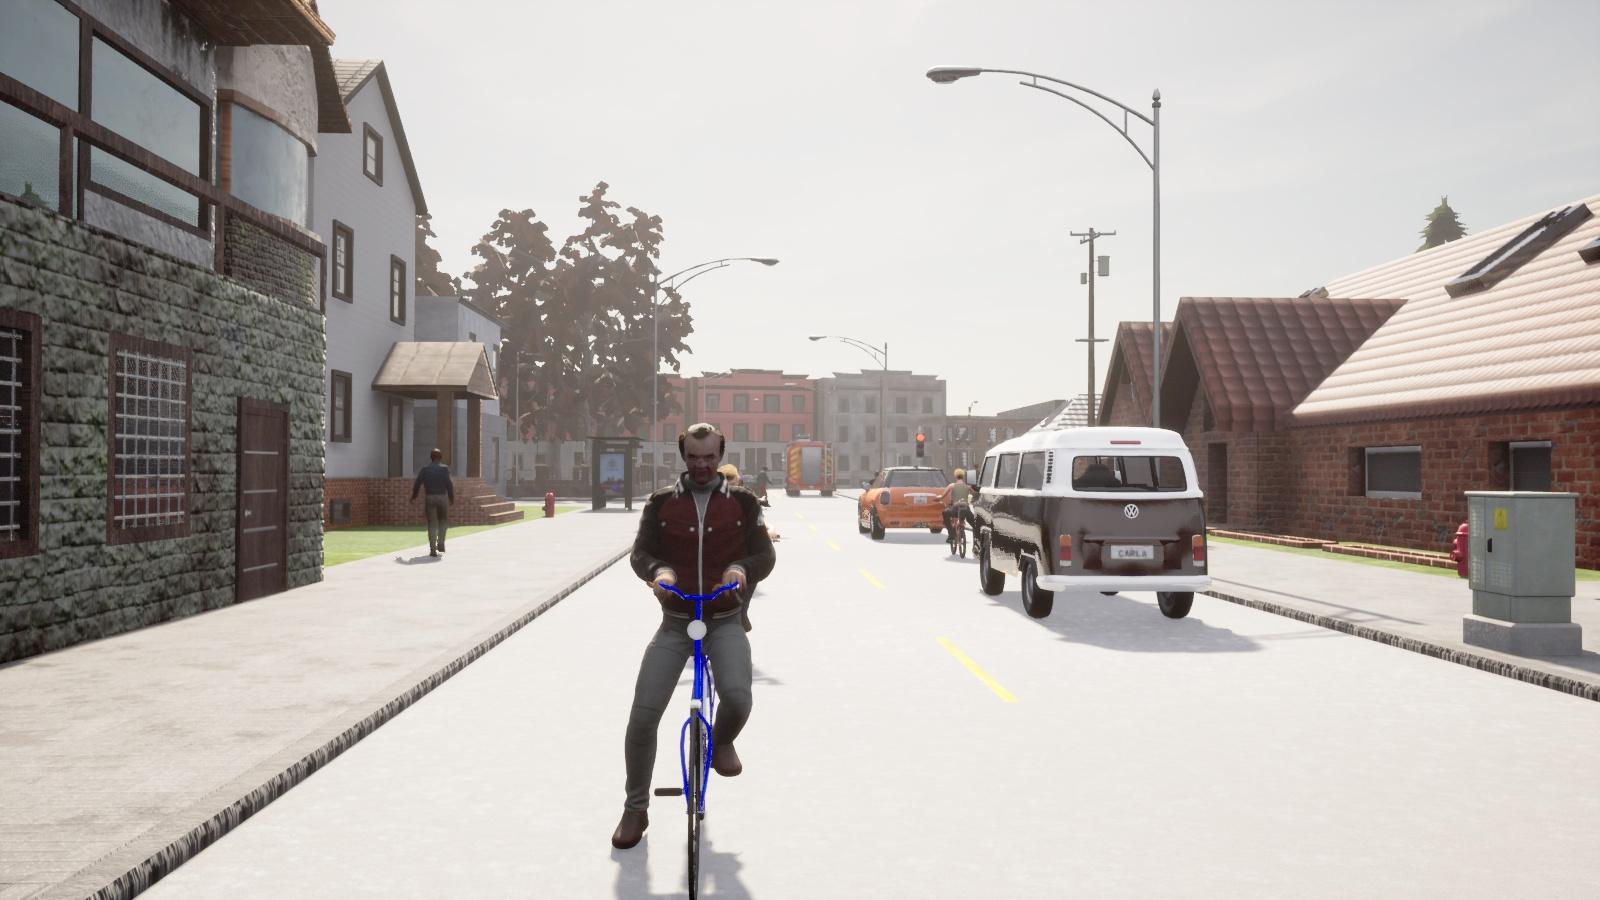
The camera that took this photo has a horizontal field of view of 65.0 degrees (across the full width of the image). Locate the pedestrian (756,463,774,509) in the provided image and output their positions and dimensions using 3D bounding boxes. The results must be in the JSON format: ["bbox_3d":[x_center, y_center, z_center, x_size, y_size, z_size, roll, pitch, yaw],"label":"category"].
[{"bbox_3d":[-1.429,1.463,50.942,0.614,1.847,0.353,0,-1,-28],"label":"pedestrian"}]

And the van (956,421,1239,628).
[{"bbox_3d":[3.239,0.772,14.712,2.069,2.038,4.480,0,-1,-2],"label":"van"}]

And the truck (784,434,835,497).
[{"bbox_3d":[0.535,1.005,81.039,2.891,3.827,8.468,0,-1,-2],"label":"truck"}]

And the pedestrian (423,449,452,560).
[{"bbox_3d":[-6.104,0.903,21.154,0.370,1.835,0.726,0,-1,-8],"label":"pedestrian"}]

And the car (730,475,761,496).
[{"bbox_3d":[-3.554,2.286,80.992,1.895,1.301,4.718,0,-1,-4],"label":"car"}]

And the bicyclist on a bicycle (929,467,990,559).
[{"bbox_3d":[2.899,1.124,22.953,0.866,1.612,1.509,0,-1,-2],"label":"bicyclist on a bicycle"}]

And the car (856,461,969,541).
[{"bbox_3d":[2.603,1.169,30.248,2.097,1.767,4.553,0,-1,-3],"label":"car"}]

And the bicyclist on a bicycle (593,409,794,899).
[{"bbox_3d":[-0.398,0.772,5.058,0.659,1.776,1.843,0,-1,-3],"label":"bicyclist on a bicycle"}]
